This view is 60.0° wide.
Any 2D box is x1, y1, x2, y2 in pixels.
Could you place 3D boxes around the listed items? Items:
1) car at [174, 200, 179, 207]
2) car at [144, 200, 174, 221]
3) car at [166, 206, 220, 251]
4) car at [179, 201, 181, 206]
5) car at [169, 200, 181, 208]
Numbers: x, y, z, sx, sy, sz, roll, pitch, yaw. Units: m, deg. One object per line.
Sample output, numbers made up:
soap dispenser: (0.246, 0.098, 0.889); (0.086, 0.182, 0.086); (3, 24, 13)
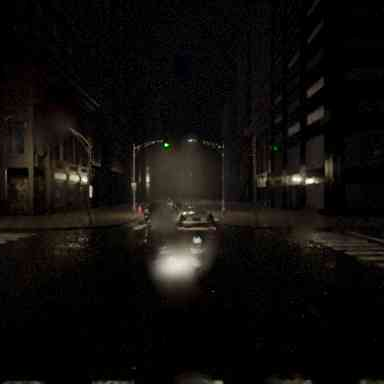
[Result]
car: (-2.934, 1.790, 38.084); (2.128, 1.511, 4.902); (0, 0, 0)
car: (-2.938, 1.581, 29.310); (2.097, 1.767, 4.553); (0, 0, 0)
car: (0.204, 1.606, 14.781); (2.128, 1.511, 4.902); (0, 0, 0)
car: (-2.874, 1.882, 47.611); (1.837, 1.490, 4.892); (0, 0, 0)
car: (-2.881, 2.027, 57.450); (1.994, 1.385, 4.181); (0, -1, 0)
